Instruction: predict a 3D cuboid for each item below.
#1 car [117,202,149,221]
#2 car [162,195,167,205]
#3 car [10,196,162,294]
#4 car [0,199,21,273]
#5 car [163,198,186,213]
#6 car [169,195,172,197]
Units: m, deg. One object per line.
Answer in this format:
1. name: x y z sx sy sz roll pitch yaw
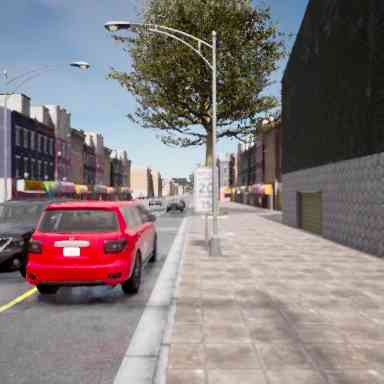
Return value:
1. car: -4.947 1.658 28.626 1.994 1.385 4.181 0 0 1
2. car: -4.731 1.257 44.191 1.837 1.490 4.892 0 0 0
3. car: -2.265 1.238 8.999 2.150 2.045 5.566 0 0 0
4. car: -5.105 1.255 10.527 2.150 2.045 5.566 0 0 0
5. car: -1.970 1.638 39.312 1.812 1.442 4.674 0 0 1
6. car: -1.934 1.636 49.602 2.128 1.511 4.902 0 0 1
